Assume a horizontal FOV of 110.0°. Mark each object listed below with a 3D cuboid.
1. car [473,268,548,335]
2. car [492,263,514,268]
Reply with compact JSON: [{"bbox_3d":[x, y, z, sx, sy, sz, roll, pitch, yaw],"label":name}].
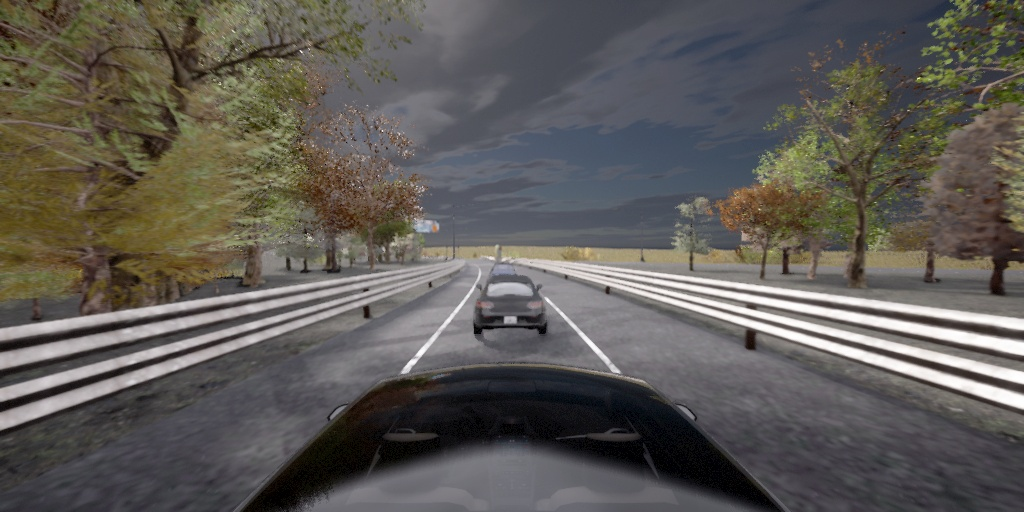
[{"bbox_3d":[-0.070,1.232,10.209,1.812,1.442,4.674,0,0,-1],"label":"car"},{"bbox_3d":[-0.617,1.182,24.816,2.033,1.411,5.357,0,0,-3],"label":"car"}]
